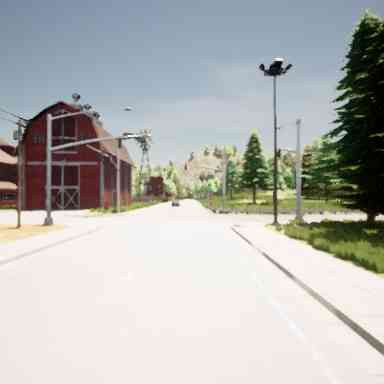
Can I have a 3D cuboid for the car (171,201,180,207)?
[{"bbox_3d":[-3.483,2.542,71.539,2.033,1.411,5.357,0,-1,0],"label":"car"}]
